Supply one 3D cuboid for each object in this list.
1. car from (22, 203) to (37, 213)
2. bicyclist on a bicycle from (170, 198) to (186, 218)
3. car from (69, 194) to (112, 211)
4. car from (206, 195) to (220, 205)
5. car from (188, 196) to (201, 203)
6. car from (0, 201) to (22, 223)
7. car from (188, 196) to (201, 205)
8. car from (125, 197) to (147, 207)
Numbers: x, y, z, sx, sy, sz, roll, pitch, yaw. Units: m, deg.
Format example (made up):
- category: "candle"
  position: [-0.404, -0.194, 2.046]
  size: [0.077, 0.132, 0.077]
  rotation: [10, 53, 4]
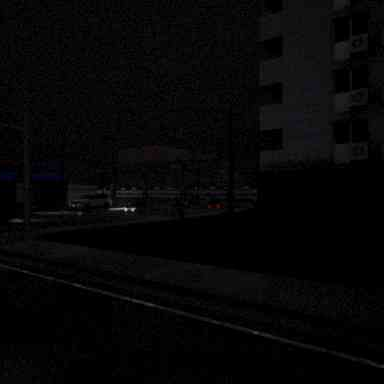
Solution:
- category: "car"
  position: [-17.886, 1.601, 32.461]
  size: [1.895, 1.301, 4.718]
  rotation: [0, 0, 35]
- category: "bicyclist on a bicycle"
  position: [-1.169, 1.300, 27.291]
  size: [1.656, 1.620, 0.582]
  rotation: [0, 0, 36]
- category: "car"
  position: [-12.300, 1.221, 40.713]
  size: [2.150, 2.045, 5.566]
  rotation: [0, 0, 29]
- category: "car"
  position: [3.916, 1.526, 58.460]
  size: [1.812, 1.442, 4.674]
  rotation: [0, 0, 4]
- category: "car"
  position: [0.388, 1.564, 67.462]
  size: [1.994, 1.385, 4.181]
  rotation: [0, 0, -8]
- category: "car"
  position: [-15.308, 1.545, 23.301]
  size: [2.033, 1.411, 5.357]
  rotation: [0, 0, 34]
- category: "car"
  position: [0.444, 1.564, 59.051]
  size: [1.994, 1.385, 4.181]
  rotation: [0, 0, 4]
- category: "car"
  position: [-8.353, 1.491, 49.988]
  size: [2.128, 1.511, 4.902]
  rotation: [0, 0, 15]
